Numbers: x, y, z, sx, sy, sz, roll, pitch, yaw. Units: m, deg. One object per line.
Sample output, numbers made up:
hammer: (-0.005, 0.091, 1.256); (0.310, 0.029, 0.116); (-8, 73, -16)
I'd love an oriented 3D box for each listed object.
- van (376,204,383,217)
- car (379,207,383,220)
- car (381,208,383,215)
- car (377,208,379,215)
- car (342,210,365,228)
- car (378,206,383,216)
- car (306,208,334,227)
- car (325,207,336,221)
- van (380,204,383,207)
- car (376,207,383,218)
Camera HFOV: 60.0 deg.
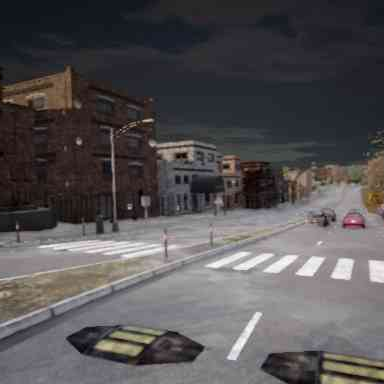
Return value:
van: (31.639, 2.933, 52.370); (4.442, 1.987, 1.878); (-1, -2, 26)
car: (25.617, 2.876, 39.979); (4.792, 1.488, 2.163); (-1, -2, 26)
car: (24.424, 2.811, 37.492); (4.674, 1.452, 2.002); (-1, -2, 26)
car: (29.331, 2.923, 47.503); (4.553, 1.767, 2.185); (-1, -2, 26)
car: (15.596, 2.706, 32.123); (1.994, 1.385, 4.181); (-1, -2, 26)
car: (26.889, 2.943, 42.419); (4.792, 1.488, 2.163); (-1, -2, 26)
car: (12.934, 2.714, 34.048); (2.128, 1.511, 4.902); (-1, -2, 27)
car: (17.634, 2.877, 43.546); (2.097, 1.767, 4.553); (-1, -2, 27)
van: (28.185, 2.753, 44.855); (4.442, 1.987, 1.878); (-1, -2, 26)
car: (30.518, 3.103, 49.843); (4.892, 1.521, 2.231); (-1, -2, 26)
